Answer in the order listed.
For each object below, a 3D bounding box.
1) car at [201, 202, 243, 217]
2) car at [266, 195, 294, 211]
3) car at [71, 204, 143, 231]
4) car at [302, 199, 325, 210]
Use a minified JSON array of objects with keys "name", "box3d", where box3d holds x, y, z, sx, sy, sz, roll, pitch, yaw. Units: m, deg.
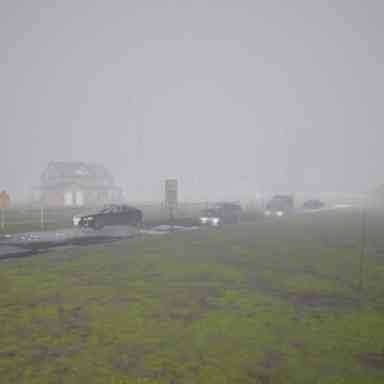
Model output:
[{"name":"car","box3d":[3.105,1.655,32.805,2.033,1.411,5.357,0,0,36]},{"name":"car","box3d":[12.030,1.403,45.086,2.150,2.045,5.566,0,-1,36]},{"name":"car","box3d":[-5.268,1.542,21.207,2.128,1.511,4.902,0,0,36]},{"name":"car","box3d":[17.430,1.759,47.619,2.033,1.411,5.357,0,0,36]}]
